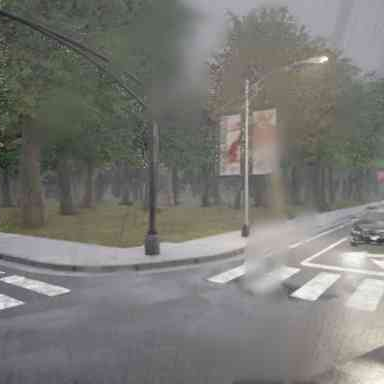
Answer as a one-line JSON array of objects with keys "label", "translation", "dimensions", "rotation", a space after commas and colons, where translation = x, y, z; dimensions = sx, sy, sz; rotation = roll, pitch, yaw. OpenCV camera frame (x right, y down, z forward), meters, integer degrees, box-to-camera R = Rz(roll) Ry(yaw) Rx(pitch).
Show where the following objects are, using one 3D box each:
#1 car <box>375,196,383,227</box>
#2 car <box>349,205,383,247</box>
[{"label": "car", "translation": [13.264, 1.210, 21.307], "dimensions": [2.097, 1.767, 4.553], "rotation": [0, 0, 36]}, {"label": "car", "translation": [7.896, 1.399, 13.829], "dimensions": [1.837, 1.490, 4.892], "rotation": [0, 0, 36]}]
